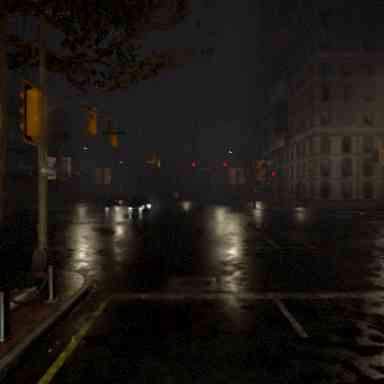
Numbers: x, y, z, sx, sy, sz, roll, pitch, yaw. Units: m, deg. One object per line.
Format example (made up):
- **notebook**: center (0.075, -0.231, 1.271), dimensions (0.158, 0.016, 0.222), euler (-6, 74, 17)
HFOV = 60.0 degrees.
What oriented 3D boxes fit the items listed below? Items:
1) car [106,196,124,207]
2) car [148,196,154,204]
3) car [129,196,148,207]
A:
- **car**: center (-11.572, 1.453, 50.136), dimensions (1.837, 1.490, 4.892), euler (0, 0, 0)
- **car**: center (-7.986, 1.431, 60.687), dimensions (2.128, 1.511, 4.902), euler (0, 0, 0)
- **car**: center (-8.086, 1.455, 49.229), dimensions (1.837, 1.490, 4.892), euler (0, 0, 0)
